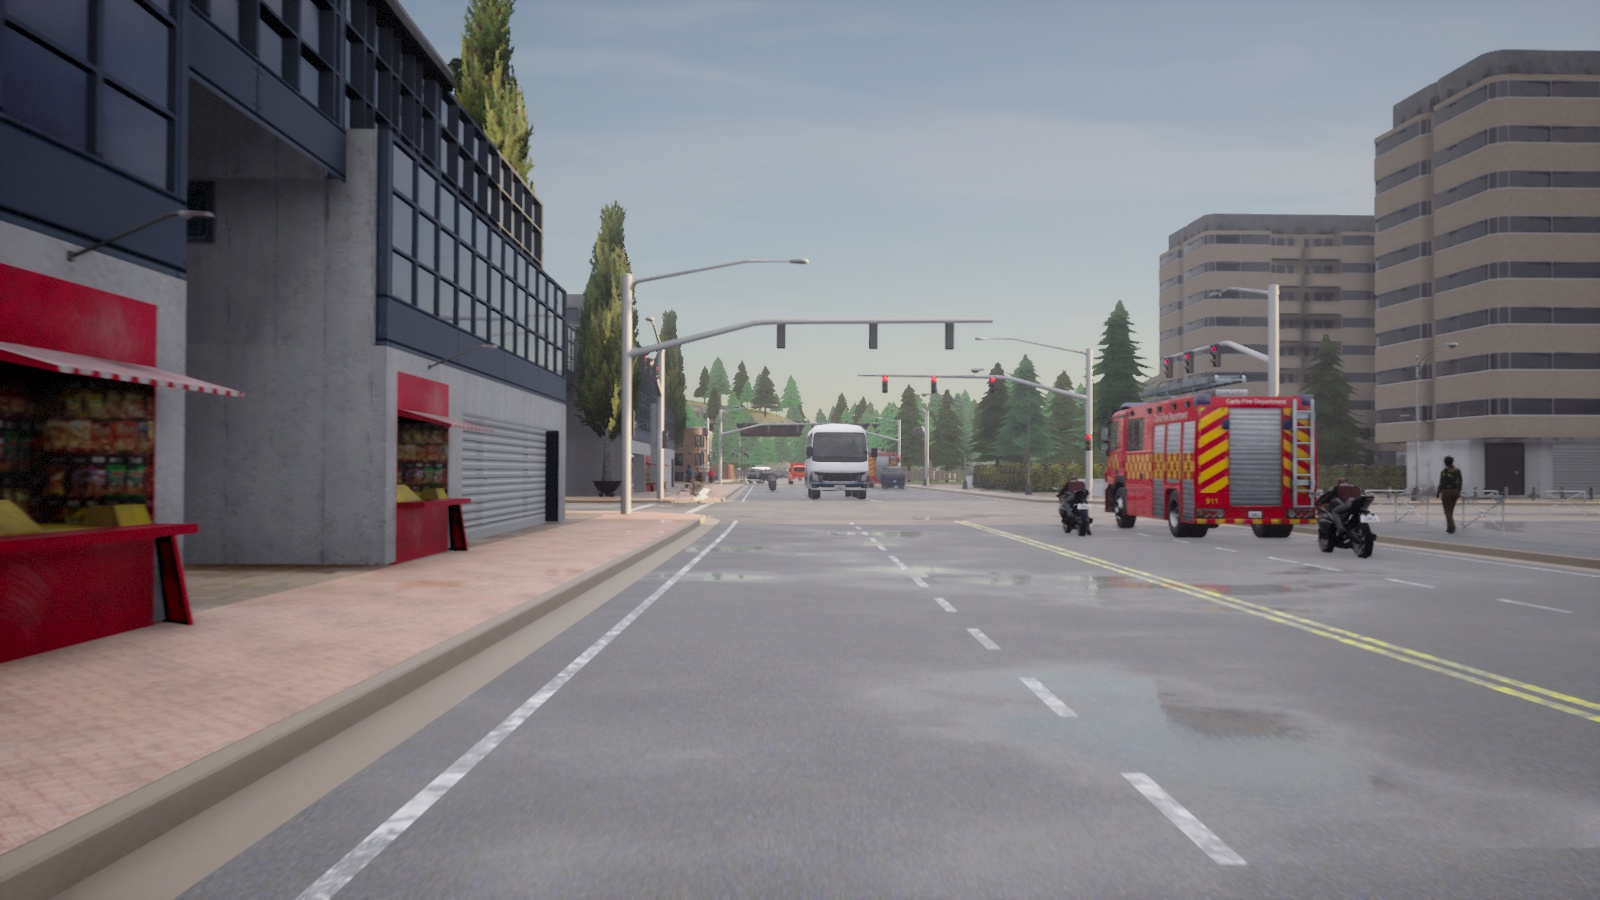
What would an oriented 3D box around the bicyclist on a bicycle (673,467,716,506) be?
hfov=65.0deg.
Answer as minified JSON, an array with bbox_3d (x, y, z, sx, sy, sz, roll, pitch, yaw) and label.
[{"bbox_3d":[-4.889,1.676,58.046,1.843,1.776,0.659,1,-4,-29],"label":"bicyclist on a bicycle"}]

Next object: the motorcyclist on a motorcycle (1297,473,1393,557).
[{"bbox_3d":[10.441,1.212,24.146,0.866,1.530,2.191,0,-1,0],"label":"motorcyclist on a motorcycle"}]

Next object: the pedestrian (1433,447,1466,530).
[{"bbox_3d":[15.280,0.907,29.558,0.395,1.930,0.692,0,-1,1],"label":"pedestrian"}]

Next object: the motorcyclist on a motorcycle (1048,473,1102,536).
[{"bbox_3d":[6.903,1.351,31.610,0.866,1.530,2.191,0,-1,0],"label":"motorcyclist on a motorcycle"}]

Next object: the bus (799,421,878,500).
[{"bbox_3d":[2.085,0.653,73.053,3.944,4.253,10.273,0,-1,-2],"label":"bus"}]

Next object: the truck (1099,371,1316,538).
[{"bbox_3d":[10.380,0.163,33.137,2.891,3.827,8.468,0,-1,-1],"label":"truck"}]
